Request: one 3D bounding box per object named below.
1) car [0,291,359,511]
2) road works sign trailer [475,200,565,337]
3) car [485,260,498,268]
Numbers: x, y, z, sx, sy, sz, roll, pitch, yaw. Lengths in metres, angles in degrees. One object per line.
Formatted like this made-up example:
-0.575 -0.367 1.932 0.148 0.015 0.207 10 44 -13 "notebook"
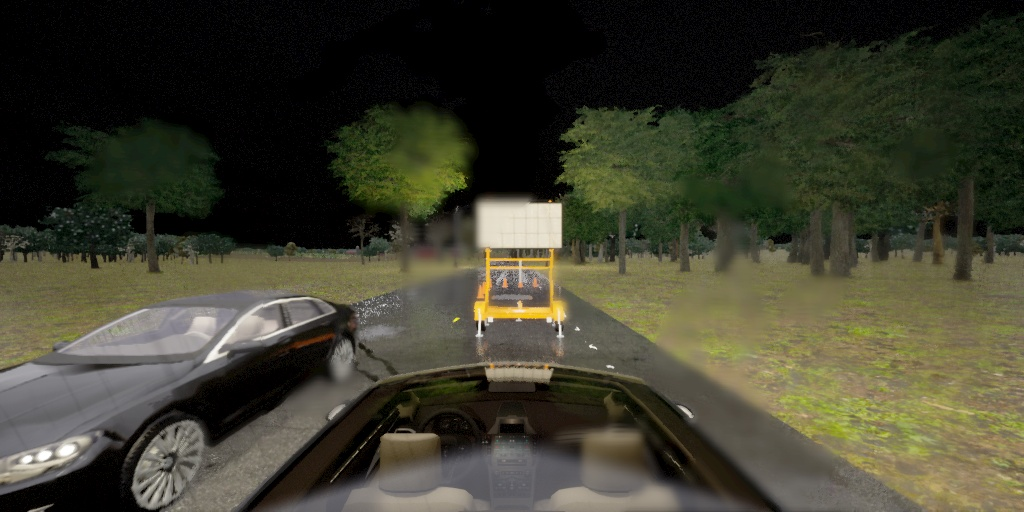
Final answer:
-3.590 1.240 4.329 2.128 1.511 4.902 0 0 0 "car"
0.240 0.210 10.246 2.380 3.560 2.880 0 0 2 "road works sign trailer"
-3.387 1.294 59.838 1.837 1.490 4.892 0 0 0 "car"
